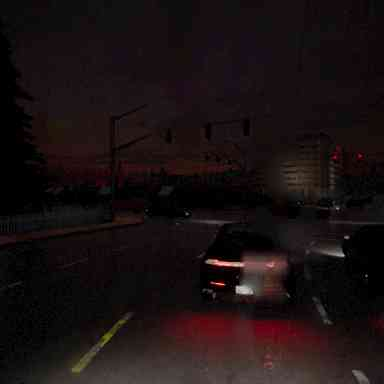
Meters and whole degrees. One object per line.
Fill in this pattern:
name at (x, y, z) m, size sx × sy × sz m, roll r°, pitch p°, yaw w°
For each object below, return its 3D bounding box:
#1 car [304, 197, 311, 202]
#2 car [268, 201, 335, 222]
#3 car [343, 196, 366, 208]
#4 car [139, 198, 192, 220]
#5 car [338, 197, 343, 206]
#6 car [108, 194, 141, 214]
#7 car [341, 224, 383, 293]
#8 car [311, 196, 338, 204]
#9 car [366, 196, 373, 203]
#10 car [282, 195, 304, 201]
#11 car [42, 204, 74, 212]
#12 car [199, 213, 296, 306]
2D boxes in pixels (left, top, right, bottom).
car at (18.155, 1.543, 52.886) m, size 1.812 × 1.442 × 4.674 m, roll 0°, pitch 0°, yaw 32°
car at (8.702, 1.651, 26.913) m, size 4.718 × 1.301 × 1.895 m, roll 0°, pitch 0°, yaw 32°
car at (23.394, 1.493, 47.677) m, size 1.882 × 1.535 × 5.008 m, roll 0°, pitch 0°, yaw 32°
car at (-2.062, 1.548, 28.623) m, size 2.128 × 1.511 × 4.902 m, roll 0°, pitch -1°, yaw -43°
car at (24.626, 1.510, 56.704) m, size 2.128 × 1.511 × 4.902 m, roll 0°, pitch 0°, yaw 32°
car at (-6.785, 1.287, 36.570) m, size 5.566 × 2.045 × 2.150 m, roll 0°, pitch 0°, yaw 32°
car at (5.177, 1.550, 8.532) m, size 2.033 × 1.411 × 5.357 m, roll 0°, pitch 0°, yaw 16°
car at (19.175, 1.563, 47.881) m, size 2.033 × 1.411 × 5.357 m, roll 0°, pitch 0°, yaw 32°
car at (36.808, 1.548, 69.741) m, size 2.128 × 1.511 × 4.902 m, roll 0°, pitch 0°, yaw 32°
car at (13.404, 1.519, 45.186) m, size 1.837 × 1.490 × 4.892 m, roll 0°, pitch 0°, yaw 32°
car at (-15.859, 1.613, 38.104) m, size 5.357 × 1.411 × 2.033 m, roll 0°, pitch 0°, yaw 32°
car at (1.426, 1.494, 8.158) m, size 2.128 × 1.511 × 4.902 m, roll 0°, pitch 0°, yaw 12°
